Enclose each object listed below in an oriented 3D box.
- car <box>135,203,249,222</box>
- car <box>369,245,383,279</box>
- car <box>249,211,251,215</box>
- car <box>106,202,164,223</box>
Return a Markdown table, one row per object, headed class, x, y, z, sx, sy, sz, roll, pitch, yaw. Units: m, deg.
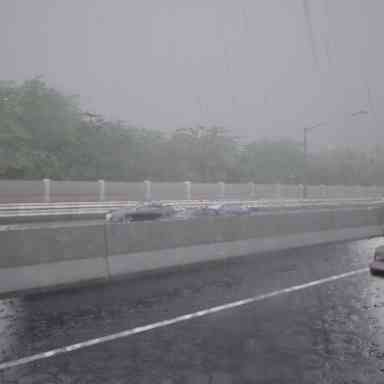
| class | x | y | z | sx | sy | sz | roll | pitch | yaw |
| --- | --- | --- | --- | --- | --- | --- | --- | --- | --- |
| car | 0.128 | 1.511 | 16.915 | 5.357 | 1.411 | 2.033 | 0 | 0 | -35 |
| car | 6.589 | 1.517 | 8.378 | 5.357 | 1.411 | 2.033 | 0 | 0 | -35 |
| car | 1.939 | 1.478 | 22.436 | 4.674 | 1.442 | 1.812 | 0 | 0 | -35 |
| car | -3.439 | 1.449 | 22.958 | 4.902 | 1.511 | 2.128 | 0 | 0 | -35 |
